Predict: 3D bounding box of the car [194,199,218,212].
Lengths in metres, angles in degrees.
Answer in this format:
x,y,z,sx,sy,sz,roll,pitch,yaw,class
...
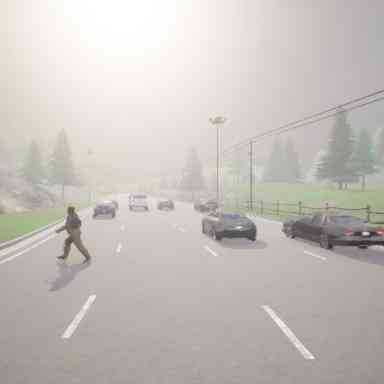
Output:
x,y,z,sx,sy,sz,roll,pitch,yaw,class
1.482,1.491,36.618,2.128,1.511,4.902,0,0,-11,car

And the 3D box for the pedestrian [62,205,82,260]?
x,y,z,sx,sy,sz,roll,pitch,yaw,class
-3.769,1.294,10.498,0.375,1.860,0.375,0,0,-8,pedestrian

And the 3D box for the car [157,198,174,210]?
x,y,z,sx,sy,sz,roll,pitch,yaw,class
-3.531,1.491,43.749,2.128,1.511,4.902,0,0,-11,car

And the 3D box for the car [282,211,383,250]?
x,y,z,sx,sy,sz,roll,pitch,yaw,class
5.822,1.547,14.422,2.033,1.411,5.357,0,0,-10,car

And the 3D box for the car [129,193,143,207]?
x,y,z,sx,sy,sz,roll,pitch,yaw,class
-8.980,1.221,53.067,2.150,2.045,5.566,0,0,-11,car

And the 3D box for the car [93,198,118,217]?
x,y,z,sx,sy,sz,roll,pitch,yaw,class
-8.196,1.526,31.480,1.812,1.442,4.674,0,0,-11,car

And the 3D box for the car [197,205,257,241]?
x,y,z,sx,sy,sz,roll,pitch,yaw,class
1.741,1.564,16.827,1.994,1.385,4.181,0,0,-10,car

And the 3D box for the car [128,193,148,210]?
x,y,z,sx,sy,sz,roll,pitch,yaw,class
-6.854,1.221,42.550,2.150,2.045,5.566,0,0,-11,car
